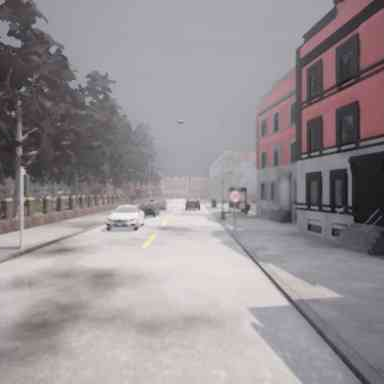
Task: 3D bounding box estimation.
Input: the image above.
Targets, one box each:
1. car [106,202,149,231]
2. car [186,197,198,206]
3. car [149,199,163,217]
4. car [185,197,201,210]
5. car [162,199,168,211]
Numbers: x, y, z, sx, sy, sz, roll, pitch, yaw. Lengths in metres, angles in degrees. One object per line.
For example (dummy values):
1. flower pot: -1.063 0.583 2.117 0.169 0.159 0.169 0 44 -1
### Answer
1. car: -4.082 1.542 21.070 1.812 1.442 4.674 0 0 0
2. car: 0.012 1.567 55.540 1.812 1.442 4.674 0 0 0
3. car: -4.090 1.624 31.165 1.895 1.301 4.718 0 0 0
4. car: 0.108 1.509 42.779 1.882 1.535 5.008 0 0 0
5. car: -4.061 1.579 41.497 2.033 1.411 5.357 0 0 0
